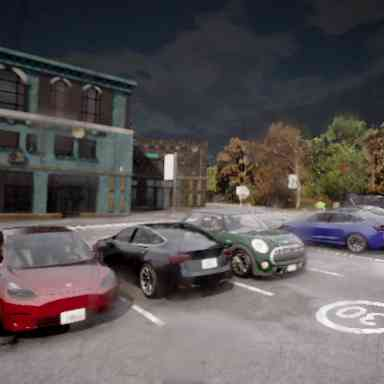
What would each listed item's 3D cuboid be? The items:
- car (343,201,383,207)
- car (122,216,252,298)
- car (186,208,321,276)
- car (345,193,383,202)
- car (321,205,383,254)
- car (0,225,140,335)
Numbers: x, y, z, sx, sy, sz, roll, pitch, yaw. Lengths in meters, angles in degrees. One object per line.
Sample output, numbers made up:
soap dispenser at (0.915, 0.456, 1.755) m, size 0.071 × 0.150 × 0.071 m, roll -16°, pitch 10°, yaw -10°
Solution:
car at (8.106, 1.403, 15.224) m, size 2.231 × 1.521 × 4.892 m, roll -1°, pitch 1°, yaw -35°
car at (-0.988, 1.523, 8.775) m, size 2.163 × 1.488 × 4.792 m, roll 0°, pitch 0°, yaw -35°
car at (1.280, 1.359, 10.394) m, size 2.185 × 1.767 × 4.553 m, roll 0°, pitch 0°, yaw -35°
car at (10.394, 1.102, 16.811) m, size 2.435 × 2.045 × 5.566 m, roll -1°, pitch 1°, yaw -35°
car at (5.829, 1.471, 13.631) m, size 2.163 × 1.488 × 4.792 m, roll -1°, pitch 0°, yaw -35°
car at (-3.225, 1.523, 7.111) m, size 2.163 × 1.488 × 4.792 m, roll 0°, pitch 0°, yaw -35°
